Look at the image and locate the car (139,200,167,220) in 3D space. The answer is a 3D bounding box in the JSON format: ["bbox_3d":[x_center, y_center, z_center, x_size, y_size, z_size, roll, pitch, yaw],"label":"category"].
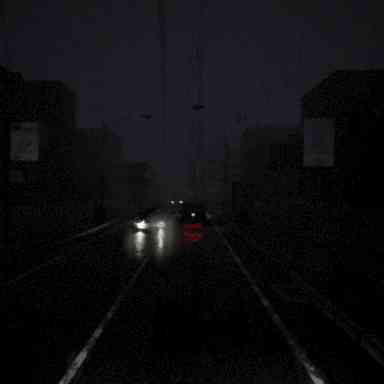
[{"bbox_3d":[-3.111,1.362,27.089,1.882,1.535,5.008,0,0,0],"label":"car"}]

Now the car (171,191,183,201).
[{"bbox_3d":[-3.031,0.761,68.665,2.150,2.045,5.566,0,0,0],"label":"car"}]

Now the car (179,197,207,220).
[{"bbox_3d":[0.088,1.393,26.666,1.837,1.490,4.892,0,0,0],"label":"car"}]
